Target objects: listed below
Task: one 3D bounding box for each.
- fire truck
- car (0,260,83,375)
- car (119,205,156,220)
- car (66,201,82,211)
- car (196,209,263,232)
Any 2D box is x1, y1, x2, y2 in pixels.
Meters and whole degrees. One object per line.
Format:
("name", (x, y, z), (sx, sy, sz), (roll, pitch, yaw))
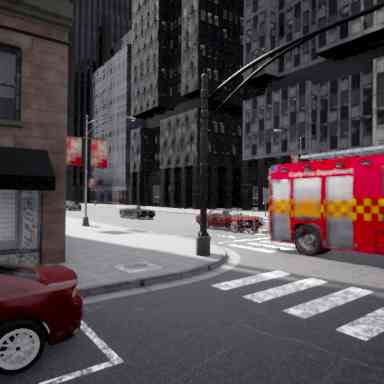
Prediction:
("fire truck", (6.557, 0.346, 10.528), (2.891, 3.827, 8.468), (1, -1, -36))
("car", (-3.672, 1.545, 4.013), (4.507, 1.381, 1.887), (0, 1, -36))
("car", (-5.389, 1.957, 32.450), (1.895, 1.301, 4.718), (1, -1, -36))
("car", (-18.116, 2.071, 50.242), (1.837, 1.490, 4.892), (1, -1, -36))
("car", (2.371, 1.812, 21.715), (1.895, 1.301, 4.718), (1, -1, -36))
